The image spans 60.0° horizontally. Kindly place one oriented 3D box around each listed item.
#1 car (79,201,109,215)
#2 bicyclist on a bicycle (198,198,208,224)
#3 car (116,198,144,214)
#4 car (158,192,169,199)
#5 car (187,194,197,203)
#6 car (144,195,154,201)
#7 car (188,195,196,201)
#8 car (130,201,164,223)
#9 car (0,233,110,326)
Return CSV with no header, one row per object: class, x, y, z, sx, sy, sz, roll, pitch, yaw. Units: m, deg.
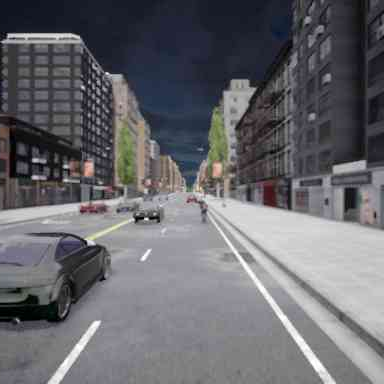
car,-9.851,1.566,33.665,1.895,1.301,4.718,0,0,0
bicyclist on a bicycle,0.885,1.431,23.403,0.582,1.620,1.656,0,0,0
car,-6.596,1.529,34.881,1.994,1.385,4.181,0,0,0
car,-6.523,0.997,76.416,2.150,2.045,5.566,0,0,0
car,0.015,1.269,68.100,2.097,1.767,4.553,0,0,1
car,-9.773,1.445,74.796,1.994,1.385,4.181,0,0,0
car,-0.025,1.445,82.974,1.994,1.385,4.181,0,0,0
car,-3.157,1.576,25.310,1.895,1.301,4.718,0,0,0
car,-3.153,1.558,7.188,1.994,1.385,4.181,0,0,0
